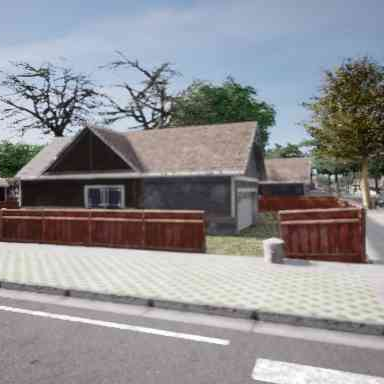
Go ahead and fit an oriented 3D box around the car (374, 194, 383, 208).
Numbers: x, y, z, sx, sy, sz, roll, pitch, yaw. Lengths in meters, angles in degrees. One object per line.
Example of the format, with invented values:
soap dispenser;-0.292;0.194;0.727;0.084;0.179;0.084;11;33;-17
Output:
car;22.995;1.031;39.652;2.128;1.511;4.902;0;0;21
